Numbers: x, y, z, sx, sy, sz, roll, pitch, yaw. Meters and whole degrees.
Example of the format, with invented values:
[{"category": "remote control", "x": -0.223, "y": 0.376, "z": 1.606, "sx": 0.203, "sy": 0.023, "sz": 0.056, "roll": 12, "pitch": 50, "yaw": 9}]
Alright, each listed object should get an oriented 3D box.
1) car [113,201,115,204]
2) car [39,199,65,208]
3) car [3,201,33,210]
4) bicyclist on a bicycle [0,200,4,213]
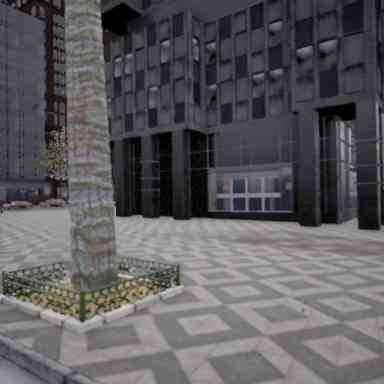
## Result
[{"category": "car", "x": -17.128, "y": 1.972, "z": 64.826, "sx": 1.752, "sy": 1.417, "sz": 4.829, "roll": -1, "pitch": -1, "yaw": 35}, {"category": "car", "x": -23.434, "y": 1.910, "z": 55.680, "sx": 1.967, "sy": 1.590, "sz": 4.097, "roll": -1, "pitch": -1, "yaw": 35}, {"category": "car", "x": -26.632, "y": 2.067, "z": 51.036, "sx": 1.802, "sy": 1.307, "sz": 4.206, "roll": -1, "pitch": -1, "yaw": 35}, {"category": "bicyclist on a bicycle", "x": -21.860, "y": 1.575, "z": 37.728, "sx": 1.656, "sy": 1.620, "sz": 0.582, "roll": -2, "pitch": -1, "yaw": 35}]
